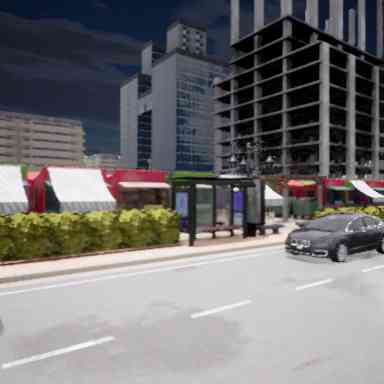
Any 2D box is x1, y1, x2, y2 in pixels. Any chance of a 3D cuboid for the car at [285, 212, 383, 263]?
[{"bbox_3d":[5.457,1.534,12.171,4.892,1.490,1.837,0,0,-35],"label":"car"}]
